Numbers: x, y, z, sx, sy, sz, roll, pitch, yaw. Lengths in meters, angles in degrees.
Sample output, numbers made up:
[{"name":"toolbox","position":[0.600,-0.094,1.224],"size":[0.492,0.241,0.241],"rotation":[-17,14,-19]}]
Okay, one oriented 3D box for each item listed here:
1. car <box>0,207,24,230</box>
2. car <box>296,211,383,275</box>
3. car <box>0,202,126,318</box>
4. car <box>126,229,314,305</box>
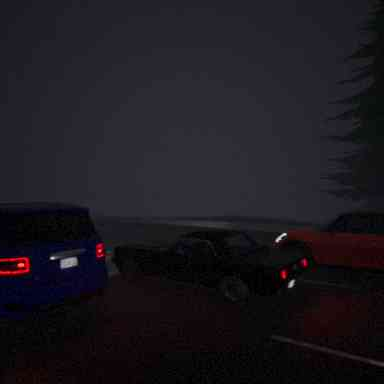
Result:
[{"name":"car","position":[-13.212,1.670,21.794],"size":[4.718,1.301,1.895],"rotation":[0,0,35]},{"name":"car","position":[4.560,1.313,9.199],"size":[4.553,1.767,2.097],"rotation":[0,0,37]},{"name":"car","position":[-4.164,1.242,6.890],"size":[5.566,2.045,2.150],"rotation":[0,0,35]},{"name":"car","position":[0.212,1.591,8.074],"size":[4.718,1.301,1.895],"rotation":[0,0,36]}]
